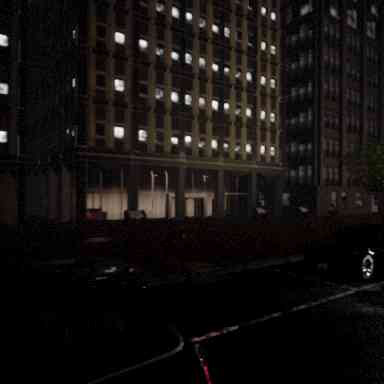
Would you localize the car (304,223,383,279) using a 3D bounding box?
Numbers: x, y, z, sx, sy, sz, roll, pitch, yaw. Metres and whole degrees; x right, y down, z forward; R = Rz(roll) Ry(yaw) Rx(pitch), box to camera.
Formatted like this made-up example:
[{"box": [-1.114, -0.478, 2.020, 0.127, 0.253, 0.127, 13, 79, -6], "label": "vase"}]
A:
[{"box": [5.351, 1.679, 10.378, 4.313, 1.339, 1.947, 1, -1, -35], "label": "car"}]

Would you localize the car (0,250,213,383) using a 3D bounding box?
[{"box": [-2.039, 1.345, 1.883, 4.553, 1.767, 2.097, 1, 0, -35], "label": "car"}]
